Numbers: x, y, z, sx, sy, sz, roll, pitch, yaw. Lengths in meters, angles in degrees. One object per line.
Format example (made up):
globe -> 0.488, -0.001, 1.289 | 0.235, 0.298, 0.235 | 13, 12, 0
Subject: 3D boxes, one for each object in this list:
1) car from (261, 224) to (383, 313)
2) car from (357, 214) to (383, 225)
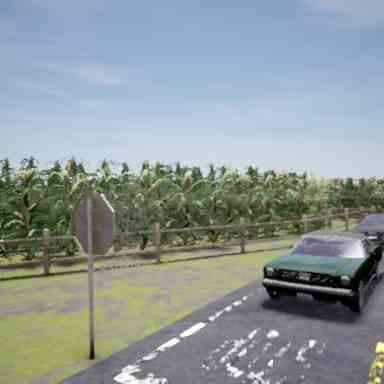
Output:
car -> 3.426, 1.714, 8.216 | 1.895, 1.301, 4.718 | -2, -1, 35
car -> 8.822, 1.724, 15.504 | 1.994, 1.385, 4.181 | -2, -1, 38
